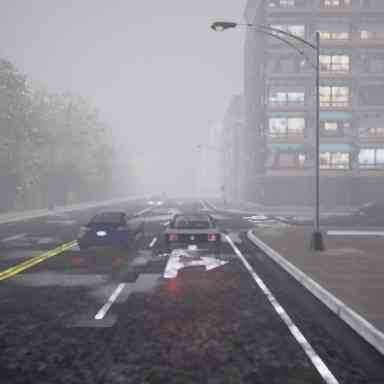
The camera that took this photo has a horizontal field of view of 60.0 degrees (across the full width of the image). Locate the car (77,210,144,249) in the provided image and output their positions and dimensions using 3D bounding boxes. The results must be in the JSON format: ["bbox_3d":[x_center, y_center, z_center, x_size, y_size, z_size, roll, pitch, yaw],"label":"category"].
[{"bbox_3d":[-3.197,1.421,13.814,1.994,1.385,4.181,0,1,0],"label":"car"}]

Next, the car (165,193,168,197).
[{"bbox_3d":[-6.502,0.747,76.202,1.812,1.442,4.674,0,1,0],"label":"car"}]

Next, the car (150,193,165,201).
[{"bbox_3d":[-6.543,0.992,60.521,1.895,1.301,4.718,0,1,1],"label":"car"}]

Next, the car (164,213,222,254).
[{"bbox_3d":[0.044,1.467,12.819,1.895,1.301,4.718,0,1,1],"label":"car"}]

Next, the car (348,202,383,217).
[{"bbox_3d":[16.298,1.555,29.921,4.206,1.307,1.802,1,0,0],"label":"car"}]
